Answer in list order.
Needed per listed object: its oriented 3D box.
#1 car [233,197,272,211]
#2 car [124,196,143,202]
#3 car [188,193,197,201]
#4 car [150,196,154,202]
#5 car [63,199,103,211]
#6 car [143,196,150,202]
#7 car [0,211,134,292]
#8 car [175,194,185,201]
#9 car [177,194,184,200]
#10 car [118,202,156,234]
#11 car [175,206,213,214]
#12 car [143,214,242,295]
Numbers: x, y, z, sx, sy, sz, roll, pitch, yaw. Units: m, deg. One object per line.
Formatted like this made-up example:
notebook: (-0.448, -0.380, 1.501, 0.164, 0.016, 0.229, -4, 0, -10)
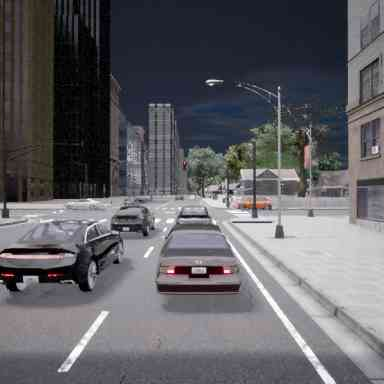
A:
car: (7.390, 1.400, 40.847, 4.553, 1.767, 2.097, 0, -1, 0)
car: (-9.769, 1.487, 53.876, 2.128, 1.511, 4.902, 0, 0, 1)
car: (0.089, 1.511, 84.023, 1.812, 1.442, 4.674, 0, 0, 0)
car: (-9.672, 1.517, 73.308, 1.812, 1.442, 4.674, 0, 0, 0)
car: (-13.377, 1.552, 40.961, 4.674, 1.442, 1.812, -1, 0, -1)
car: (-9.726, 1.595, 63.196, 1.895, 1.301, 4.718, 0, 0, 1)
car: (-3.142, 1.492, 8.930, 2.128, 1.511, 4.902, 0, 0, 0)
car: (-3.161, 1.342, 83.997, 2.097, 1.767, 4.553, 0, 0, 0)
car: (-3.150, 1.311, 94.032, 1.882, 1.535, 5.008, 0, 0, 0)
car: (-3.131, 1.504, 18.190, 1.837, 1.490, 4.892, 0, 0, 0)
car: (0.117, 1.491, 17.910, 2.128, 1.511, 4.902, 0, 0, 0)
car: (0.100, 1.545, 8.857, 2.033, 1.411, 5.357, 0, 0, -1)
